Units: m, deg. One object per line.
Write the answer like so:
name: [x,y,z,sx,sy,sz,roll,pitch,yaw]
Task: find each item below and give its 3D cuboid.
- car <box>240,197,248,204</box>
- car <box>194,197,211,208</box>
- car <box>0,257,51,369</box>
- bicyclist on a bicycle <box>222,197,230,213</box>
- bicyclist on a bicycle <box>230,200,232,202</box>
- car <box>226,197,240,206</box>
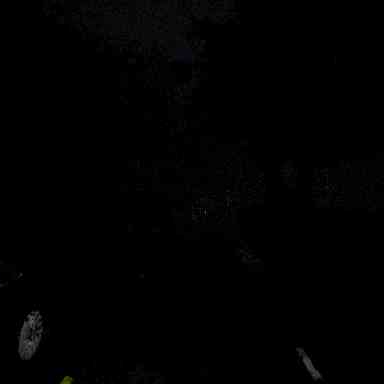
car: [11.122,1.908,73.127,2.033,1.411,5.357,1,-1,17]
car: [1.532,1.426,47.013,1.812,1.442,4.674,1,0,11]
car: [-2.984,1.417,2.910,2.128,1.511,4.902,2,0,1]
bicyclist on a bicycle: [3.235,1.380,33.331,0.582,1.620,1.656,1,0,8]
bicyclist on a bicycle: [4.610,1.403,42.060,0.866,1.612,1.509,2,0,10]
car: [6.421,1.579,54.899,1.837,1.490,4.892,1,0,13]
